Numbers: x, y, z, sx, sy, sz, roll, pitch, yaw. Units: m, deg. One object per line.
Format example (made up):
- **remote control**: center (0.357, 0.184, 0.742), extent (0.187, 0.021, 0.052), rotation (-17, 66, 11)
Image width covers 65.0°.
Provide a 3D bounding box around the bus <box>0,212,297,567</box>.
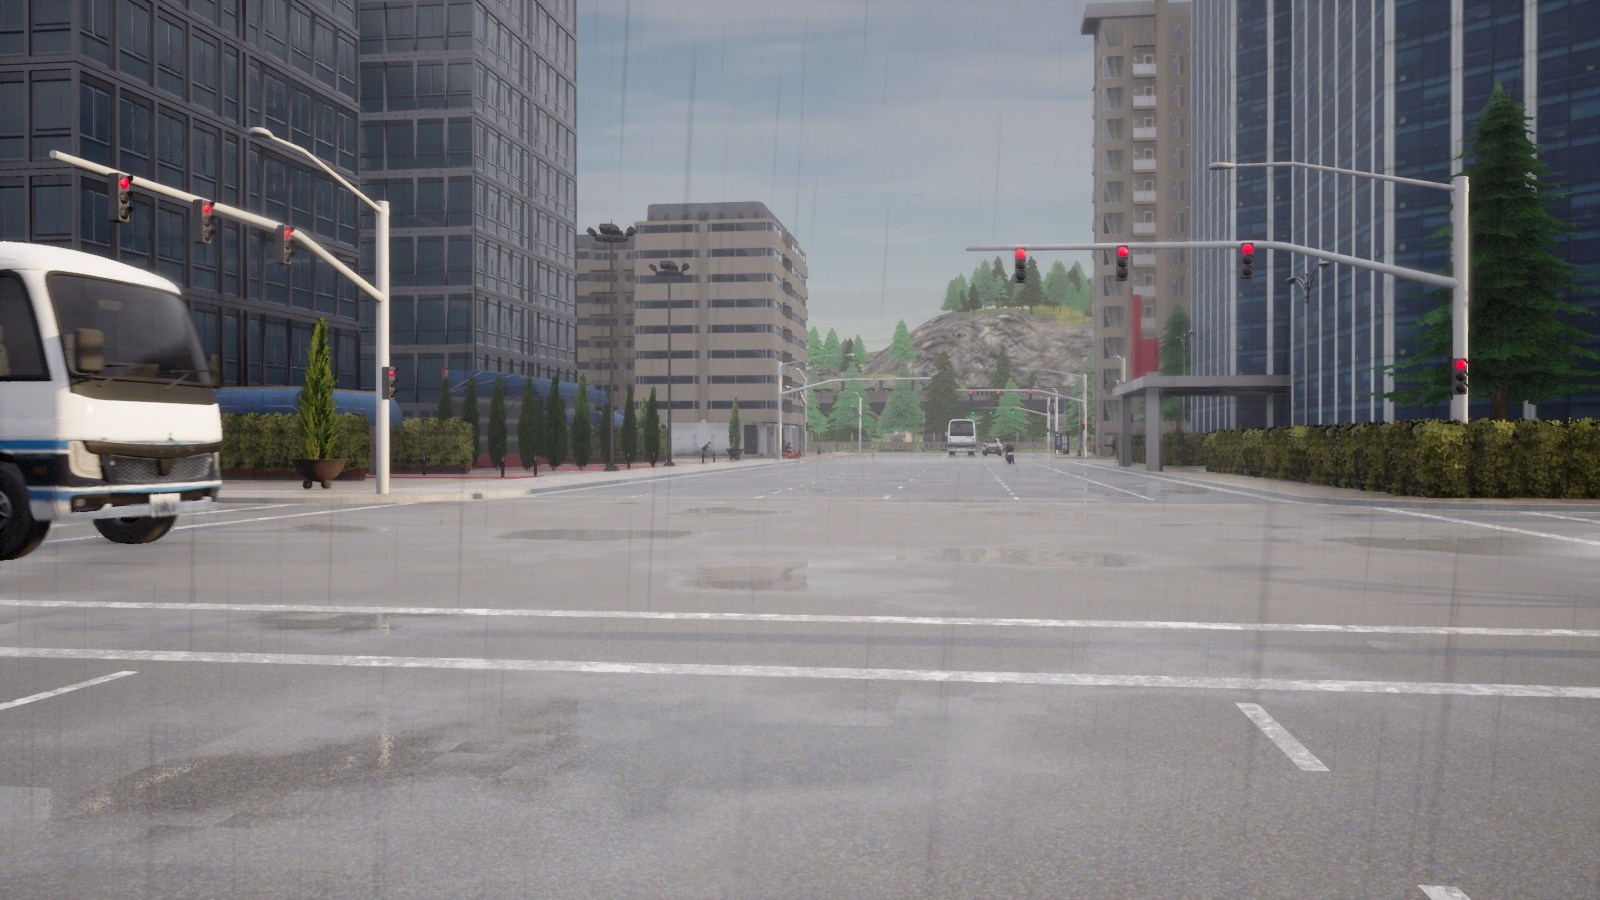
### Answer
- **bus**: center (-12.963, -0.740, 17.724), extent (10.273, 4.253, 3.944), rotation (0, 0, 8)
